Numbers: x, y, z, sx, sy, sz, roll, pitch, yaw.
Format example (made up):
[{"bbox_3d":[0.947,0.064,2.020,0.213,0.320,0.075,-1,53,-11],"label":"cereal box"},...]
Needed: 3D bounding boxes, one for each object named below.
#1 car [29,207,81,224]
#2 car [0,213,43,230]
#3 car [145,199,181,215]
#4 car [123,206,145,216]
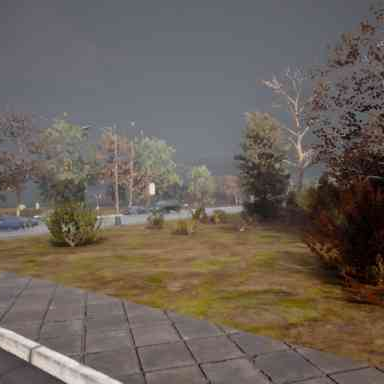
[{"bbox_3d":[-14.887,2.513,36.500,2.128,1.511,4.902,-3,-2,33],"label":"car"},{"bbox_3d":[-14.071,2.219,24.242,2.033,1.411,5.357,-3,-2,31],"label":"car"},{"bbox_3d":[-3.746,2.152,47.594,2.150,2.045,5.566,-3,-1,32],"label":"car"},{"bbox_3d":[-7.939,2.645,47.474,1.994,1.385,4.181,-3,-2,32],"label":"car"}]
